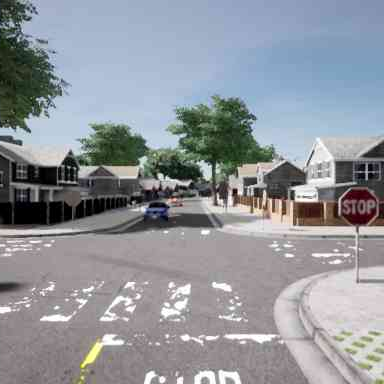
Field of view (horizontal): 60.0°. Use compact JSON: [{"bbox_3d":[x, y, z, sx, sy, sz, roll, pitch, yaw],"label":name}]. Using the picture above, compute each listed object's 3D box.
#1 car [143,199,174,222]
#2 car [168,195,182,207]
[{"bbox_3d":[-2.676,1.530,26.200,1.812,1.442,4.674,0,0,0],"label":"car"},{"bbox_3d":[-2.601,1.286,51.911,2.097,1.767,4.553,0,0,0],"label":"car"}]
